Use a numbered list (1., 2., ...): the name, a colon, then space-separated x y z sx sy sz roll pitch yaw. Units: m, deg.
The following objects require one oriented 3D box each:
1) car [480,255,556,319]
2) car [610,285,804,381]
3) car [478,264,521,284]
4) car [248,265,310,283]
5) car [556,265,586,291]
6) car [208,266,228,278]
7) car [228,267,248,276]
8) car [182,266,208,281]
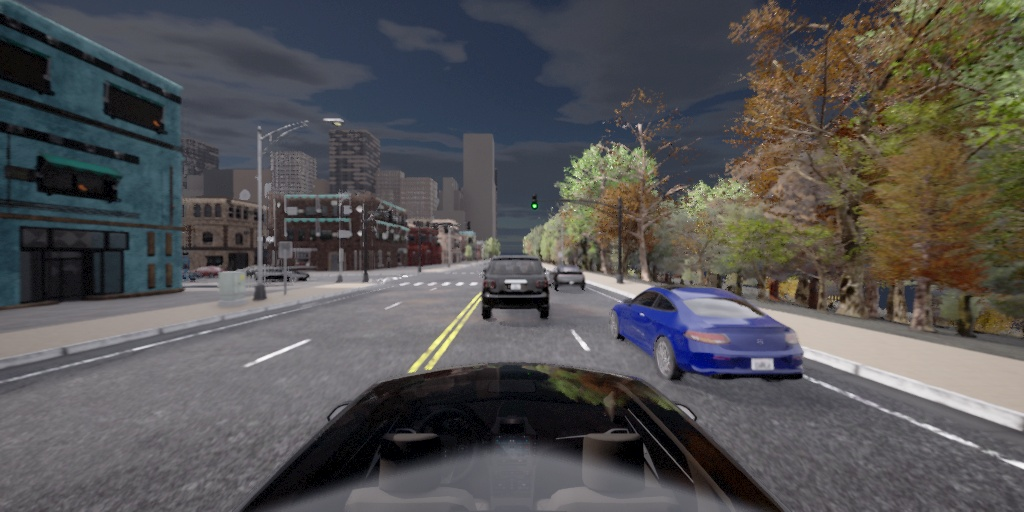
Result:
1. car: 0.104 1.005 13.125 2.150 2.045 5.566 0 0 0
2. car: 3.352 1.292 7.100 1.812 1.442 4.674 0 0 0
3. car: -1.175 1.382 29.663 2.033 1.411 5.357 0 0 -20
4. car: -19.950 1.656 31.250 4.313 1.339 1.948 0 0 0
5. car: 3.348 1.304 22.484 2.128 1.511 4.902 0 0 0
6. car: -33.819 1.773 39.768 4.207 1.307 1.802 0 0 0
7. car: -28.283 1.678 39.762 4.403 1.370 2.007 0 0 0
8. car: -32.569 1.763 33.974 5.357 1.411 2.033 -1 0 0
